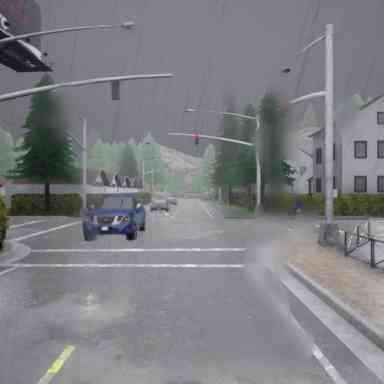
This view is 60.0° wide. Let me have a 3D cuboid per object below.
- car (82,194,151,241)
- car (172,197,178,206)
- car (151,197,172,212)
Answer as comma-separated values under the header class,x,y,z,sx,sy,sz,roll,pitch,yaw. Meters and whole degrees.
class,x,y,z,sx,sy,sz,roll,pitch,yaw
car,-3.631,1.160,16.572,2.150,2.045,5.566,-1,0,0
car,-3.520,1.525,55.690,1.812,1.442,4.674,0,0,1
car,-3.583,1.525,38.025,1.812,1.442,4.674,0,0,0
